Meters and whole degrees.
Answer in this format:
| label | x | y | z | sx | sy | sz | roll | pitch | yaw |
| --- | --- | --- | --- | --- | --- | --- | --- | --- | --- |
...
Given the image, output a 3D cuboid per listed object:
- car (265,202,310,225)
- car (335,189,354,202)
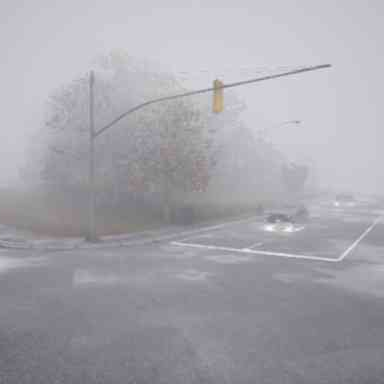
| label | x | y | z | sx | sy | sz | roll | pitch | yaw |
| --- | --- | --- | --- | --- | --- | --- | --- | --- | --- |
| car | 7.059 | 1.439 | 24.014 | 2.033 | 1.411 | 5.357 | 0 | 1 | 33 |
| car | 20.520 | 0.376 | 44.568 | 1.812 | 1.442 | 4.674 | 0 | 3 | 33 |
